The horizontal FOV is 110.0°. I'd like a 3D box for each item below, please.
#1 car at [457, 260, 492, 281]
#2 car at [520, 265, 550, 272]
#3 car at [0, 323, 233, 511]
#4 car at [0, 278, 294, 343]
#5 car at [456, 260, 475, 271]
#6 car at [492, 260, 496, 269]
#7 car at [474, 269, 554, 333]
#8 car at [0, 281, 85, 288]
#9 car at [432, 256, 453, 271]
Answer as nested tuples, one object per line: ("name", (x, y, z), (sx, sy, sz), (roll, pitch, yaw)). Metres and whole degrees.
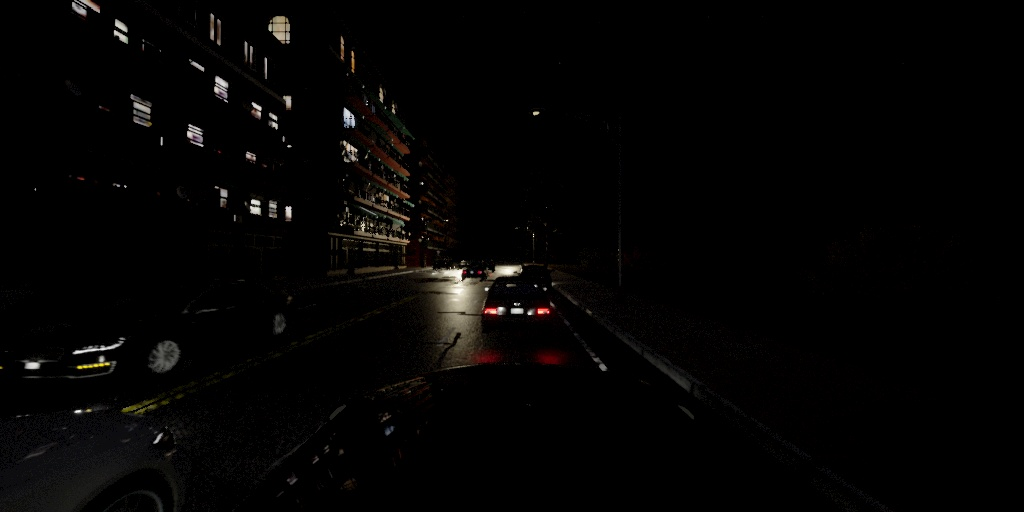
("car", (-3.107, 1.301, 30.231), (2.033, 1.411, 5.357), (0, 0, 0))
("car", (1.170, 1.258, 20.347), (1.837, 1.490, 4.892), (0, 0, 0))
("car", (-3.155, 1.275, 0.520), (1.812, 1.442, 4.674), (0, 0, 0))
("car", (-6.591, 1.256, 7.358), (1.837, 1.490, 4.892), (0, 0, 0))
("car", (-6.508, 1.317, 50.590), (1.994, 1.385, 4.181), (0, 0, 0))
("car", (-3.069, 1.245, 45.201), (2.128, 1.511, 4.902), (0, 0, 0))
("car", (0.117, 1.299, 10.659), (2.033, 1.411, 5.357), (0, 0, 0))
("car", (-9.828, 1.277, 7.340), (1.812, 1.442, 4.674), (0, 0, 0))
("car", (-9.760, 0.975, 50.821), (2.150, 2.045, 5.566), (0, 0, 0))
